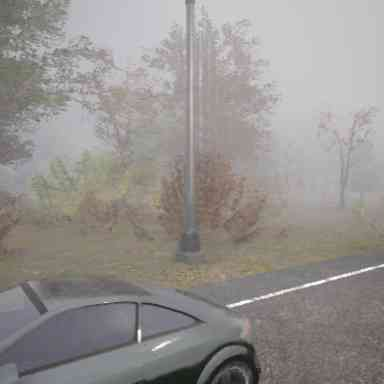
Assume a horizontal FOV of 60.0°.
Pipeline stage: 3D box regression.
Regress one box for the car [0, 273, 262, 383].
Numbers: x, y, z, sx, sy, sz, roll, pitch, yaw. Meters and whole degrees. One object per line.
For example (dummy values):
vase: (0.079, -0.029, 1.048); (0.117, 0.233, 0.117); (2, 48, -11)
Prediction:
car: (-1.338, 1.564, 3.036); (4.181, 1.385, 1.994); (0, 0, -35)
